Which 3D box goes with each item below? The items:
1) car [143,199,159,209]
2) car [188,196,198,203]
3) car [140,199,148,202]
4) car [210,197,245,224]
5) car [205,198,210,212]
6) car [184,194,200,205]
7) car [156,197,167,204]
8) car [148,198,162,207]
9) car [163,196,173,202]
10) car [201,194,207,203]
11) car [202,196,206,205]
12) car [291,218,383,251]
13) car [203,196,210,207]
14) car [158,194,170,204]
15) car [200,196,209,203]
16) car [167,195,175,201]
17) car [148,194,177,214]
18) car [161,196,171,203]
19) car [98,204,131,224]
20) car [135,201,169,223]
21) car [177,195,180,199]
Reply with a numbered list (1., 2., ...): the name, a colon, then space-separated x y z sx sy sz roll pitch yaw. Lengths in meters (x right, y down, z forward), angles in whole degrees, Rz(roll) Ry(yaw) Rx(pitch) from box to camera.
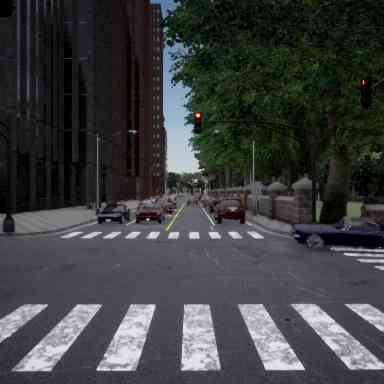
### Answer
1. car: -5.744 1.616 46.865 1.802 1.307 4.206 0 0 0
2. car: 0.129 1.624 69.776 1.994 1.385 4.181 0 0 0
3. car: -5.747 1.579 41.408 2.008 1.369 4.403 0 0 0
4. car: 2.772 1.326 25.043 2.192 1.841 5.009 0 0 0
5. car: 2.777 1.588 35.955 1.947 1.339 4.313 0 0 0
6. car: 0.122 1.540 59.411 2.128 1.511 4.902 0 0 0
7. car: -5.738 1.635 63.236 1.802 1.307 4.206 0 0 0
8. car: -5.742 1.622 52.322 1.802 1.307 4.206 0 0 0
9. car: -5.732 1.620 79.607 1.887 1.381 4.507 0 0 0
10. car: 2.783 1.481 52.325 1.967 1.590 4.097 0 0 0
11. car: 2.781 1.585 46.869 2.008 1.369 4.403 0 0 0
12. car: 6.632 1.758 13.967 4.718 1.301 1.895 1 0 12
13. car: 2.779 1.579 41.412 2.008 1.369 4.403 0 0 0
14. car: -5.736 1.374 68.694 2.192 1.841 5.009 0 0 0
15. car: 2.791 1.592 74.321 1.752 1.417 4.829 0 0 0
16. car: -5.727 1.533 90.522 1.967 1.590 4.097 0 0 0
17. car: -3.085 1.374 35.475 2.097 1.767 4.553 0 0 1
18. car: -5.734 1.611 74.150 1.887 1.381 4.507 0 0 0
19. car: -5.753 1.576 25.037 1.947 1.339 4.313 0 0 0
20. car: -3.090 1.612 25.483 1.895 1.301 4.718 0 0 0
21. car: -3.072 1.538 45.709 1.837 1.490 4.892 0 0 0
